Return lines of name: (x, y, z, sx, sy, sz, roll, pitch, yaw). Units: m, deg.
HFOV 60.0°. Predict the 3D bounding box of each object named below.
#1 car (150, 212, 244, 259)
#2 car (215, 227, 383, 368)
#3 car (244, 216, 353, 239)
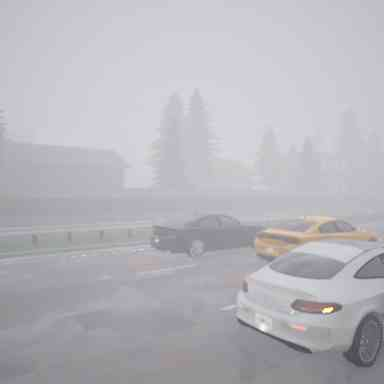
car: (0.801, 1.529, 12.915, 5.008, 1.535, 1.882, 0, 0, -35)
car: (2.831, 1.561, 5.771, 4.674, 1.442, 1.812, 0, 0, -35)
car: (4.293, 1.541, 11.105, 5.008, 1.535, 1.882, 0, 0, -35)
